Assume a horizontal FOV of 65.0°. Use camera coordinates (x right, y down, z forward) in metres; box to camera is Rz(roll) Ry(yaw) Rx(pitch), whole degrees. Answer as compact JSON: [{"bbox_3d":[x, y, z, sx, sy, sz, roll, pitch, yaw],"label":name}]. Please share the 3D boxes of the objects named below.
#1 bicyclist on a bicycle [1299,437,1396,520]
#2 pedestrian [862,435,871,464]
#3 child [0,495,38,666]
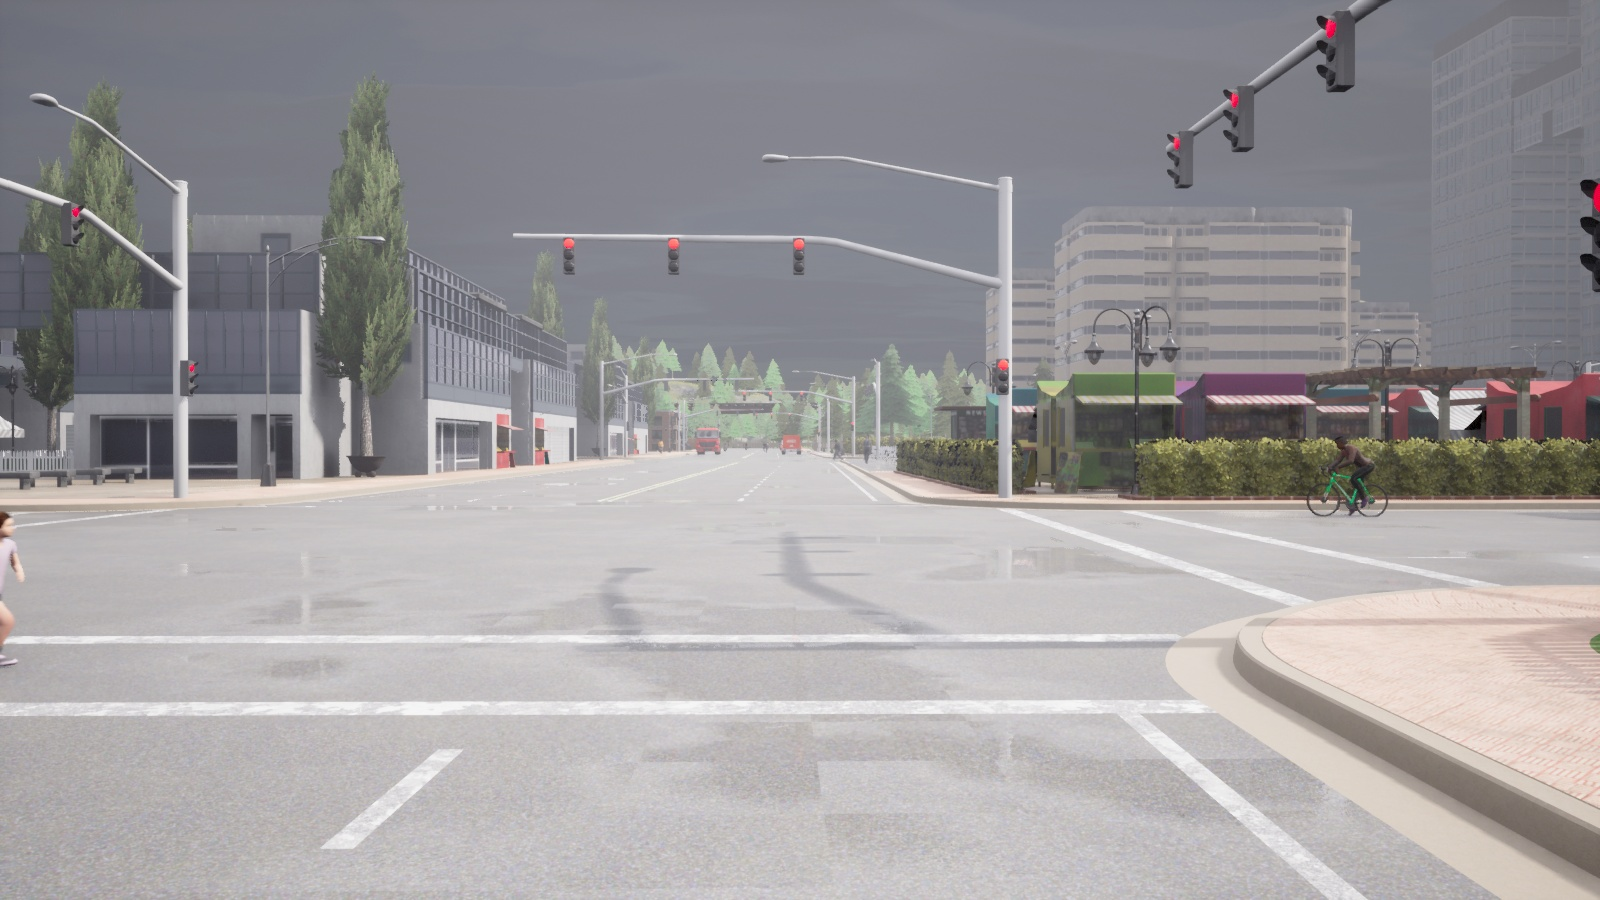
[{"bbox_3d":[10.924,0.565,25.075,1.656,1.620,0.582,1,0,-1],"label":"bicyclist on a bicycle"},{"bbox_3d":[4.245,-0.043,79.960,0.540,1.848,0.694,0,0,1],"label":"pedestrian"},{"bbox_3d":[-5.357,0.863,8.376,0.394,1.110,0.255,0,0,-7],"label":"child"}]
